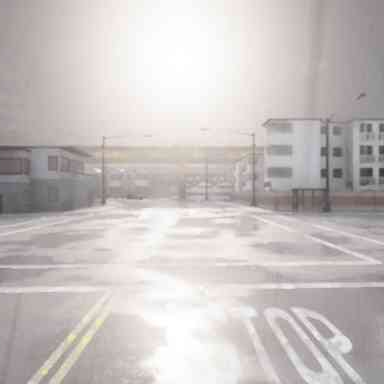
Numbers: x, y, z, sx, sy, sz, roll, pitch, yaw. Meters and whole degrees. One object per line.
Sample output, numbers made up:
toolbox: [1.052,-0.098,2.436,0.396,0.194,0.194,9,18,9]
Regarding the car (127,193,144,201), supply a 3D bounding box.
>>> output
car: [-11.406,0.983,66.528,1.837,1.490,4.892,1,1,-36]
